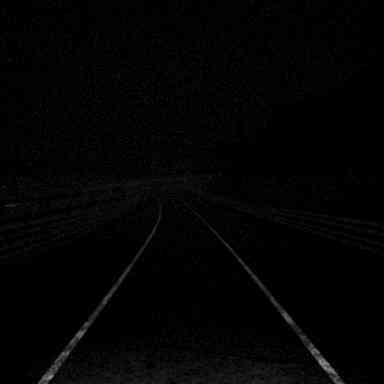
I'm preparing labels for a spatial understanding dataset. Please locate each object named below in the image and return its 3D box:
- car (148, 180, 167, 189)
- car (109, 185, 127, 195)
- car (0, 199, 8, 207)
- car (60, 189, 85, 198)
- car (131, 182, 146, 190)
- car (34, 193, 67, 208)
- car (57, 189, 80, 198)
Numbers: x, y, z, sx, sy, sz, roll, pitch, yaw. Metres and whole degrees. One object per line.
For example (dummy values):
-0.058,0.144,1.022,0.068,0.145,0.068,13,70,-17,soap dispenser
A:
-9.501,-2.056,91.609,2.150,2.045,5.566,0,4,11,car
-14.728,-0.126,65.925,2.033,1.411,5.357,0,4,11,car
-26.363,1.362,43.847,1.994,1.385,4.181,0,4,11,car
-20.148,0.460,56.839,1.812,1.442,4.674,0,4,11,car
-14.167,-1.328,86.248,1.895,1.301,4.718,0,4,11,car
-19.105,1.285,44.411,1.994,1.385,4.181,0,4,11,car
-22.781,0.217,61.451,1.994,1.385,4.181,0,4,11,car
